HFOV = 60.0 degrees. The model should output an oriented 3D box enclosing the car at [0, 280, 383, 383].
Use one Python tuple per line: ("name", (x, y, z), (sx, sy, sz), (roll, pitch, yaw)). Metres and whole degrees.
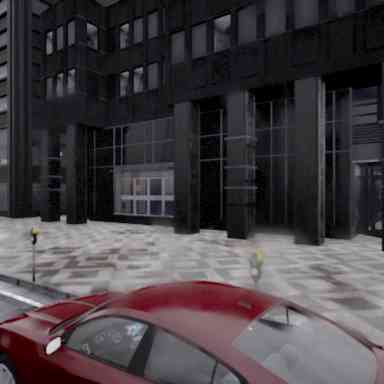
("car", (-0.173, 1.549, 3.084), (4.507, 1.381, 1.887), (0, 0, 35))
